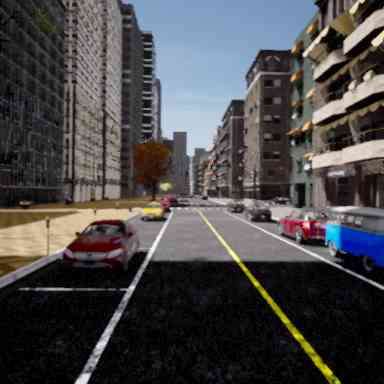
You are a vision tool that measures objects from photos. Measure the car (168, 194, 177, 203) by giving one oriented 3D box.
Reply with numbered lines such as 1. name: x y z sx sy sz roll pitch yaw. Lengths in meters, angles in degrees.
1. car: -4.193 1.299 70.521 2.192 1.841 5.009 1 0 -1

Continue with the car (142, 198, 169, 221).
1. car: -3.071 1.487 26.912 1.752 1.417 4.829 1 0 -1

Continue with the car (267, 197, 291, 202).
1. car: 15.251 1.567 58.036 4.403 1.369 2.008 0 1 -2

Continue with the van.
1. van: 5.731 1.418 10.705 1.690 1.788 3.998 1 0 -1

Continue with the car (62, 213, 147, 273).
1. car: -2.649 1.547 10.490 1.802 1.307 4.206 1 0 -1

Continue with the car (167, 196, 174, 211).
1. car: -3.361 1.508 38.144 1.887 1.381 4.507 1 0 -1

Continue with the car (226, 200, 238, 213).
1. car: 5.016 1.625 38.360 2.008 1.369 4.403 1 0 -1

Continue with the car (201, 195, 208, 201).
1. car: 3.613 1.686 92.821 1.947 1.339 4.313 1 0 -1

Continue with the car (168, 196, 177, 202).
1. car: -4.338 1.556 76.043 1.947 1.339 4.313 1 0 -1

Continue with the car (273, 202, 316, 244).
1. car: 5.587 1.515 16.236 1.967 1.590 4.097 1 0 -1

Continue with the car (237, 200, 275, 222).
1. car: 5.301 1.624 27.297 2.008 1.369 4.403 1 0 -1
